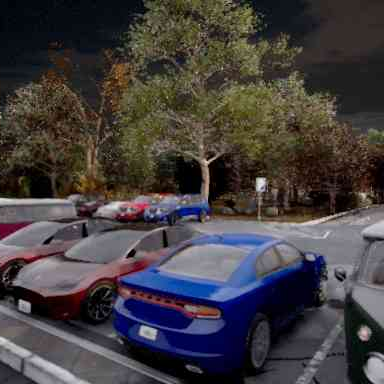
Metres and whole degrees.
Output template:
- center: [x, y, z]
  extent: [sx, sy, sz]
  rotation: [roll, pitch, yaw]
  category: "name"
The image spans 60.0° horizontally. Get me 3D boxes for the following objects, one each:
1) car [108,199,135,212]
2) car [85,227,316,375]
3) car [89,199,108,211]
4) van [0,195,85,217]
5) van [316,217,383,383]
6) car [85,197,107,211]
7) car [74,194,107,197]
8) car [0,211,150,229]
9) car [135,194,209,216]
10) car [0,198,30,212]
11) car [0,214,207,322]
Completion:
- center: [-3.091, 1.184, 24.742]
  extent: [2.435, 2.045, 5.566]
  rotation: [0, 0, 36]
  category: "car"
- center: [0.925, 1.468, 5.845]
  extent: [2.097, 1.535, 5.008]
  rotation: [0, 0, 35]
  category: "car"
- center: [-5.444, 1.470, 26.451]
  extent: [2.002, 1.452, 4.674]
  rotation: [0, 0, 35]
  category: "car"
- center: [-5.987, 1.222, 10.635]
  extent: [1.878, 1.987, 4.442]
  rotation: [0, 0, 35]
  category: "van"
- center: [3.144, 1.250, 4.126]
  extent: [1.878, 1.987, 4.442]
  rotation: [0, 0, 35]
  category: "van"
- center: [-7.612, 1.427, 27.993]
  extent: [2.097, 1.535, 5.008]
  rotation: [0, 0, 35]
  category: "car"
- center: [-9.894, 1.173, 29.593]
  extent: [2.435, 2.045, 5.566]
  rotation: [0, 0, 35]
  category: "car"
- center: [-3.654, 1.484, 9.080]
  extent: [2.163, 1.488, 4.792]
  rotation: [0, 0, 35]
  category: "car"
- center: [-0.923, 1.190, 23.197]
  extent: [2.435, 2.045, 5.566]
  rotation: [0, 0, 35]
  category: "car"
- center: [-21.217, 1.473, 37.697]
  extent: [2.002, 1.452, 4.674]
  rotation: [0, 0, 36]
  category: "car"
- center: [-1.371, 1.491, 7.452]
  extent: [2.163, 1.488, 4.792]
  rotation: [0, 0, 35]
  category: "car"
